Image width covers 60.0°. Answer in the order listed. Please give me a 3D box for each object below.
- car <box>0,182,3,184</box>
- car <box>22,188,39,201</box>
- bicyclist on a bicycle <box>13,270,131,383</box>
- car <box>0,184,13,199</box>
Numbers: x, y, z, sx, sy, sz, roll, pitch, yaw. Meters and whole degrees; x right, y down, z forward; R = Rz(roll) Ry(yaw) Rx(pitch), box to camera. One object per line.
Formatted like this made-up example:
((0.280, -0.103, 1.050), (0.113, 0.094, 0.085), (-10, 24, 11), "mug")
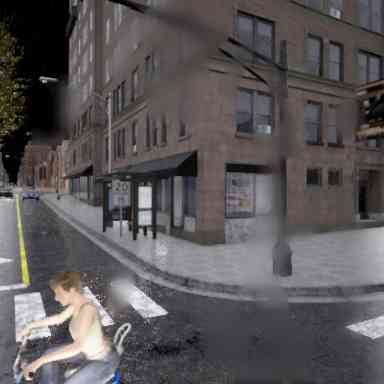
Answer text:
((-41.481, -1.246, 69.803), (2.192, 1.841, 5.009), (2, 1, -28), "car")
((-19.735, 0.271, 40.610), (2.033, 1.411, 5.357), (0, 3, -28), "car")
((-1.109, 1.452, 2.713), (1.509, 1.612, 0.866), (1, 0, -29), "bicyclist on a bicycle")
((-24.111, 0.086, 42.871), (1.895, 1.301, 4.718), (0, 3, -28), "car")
